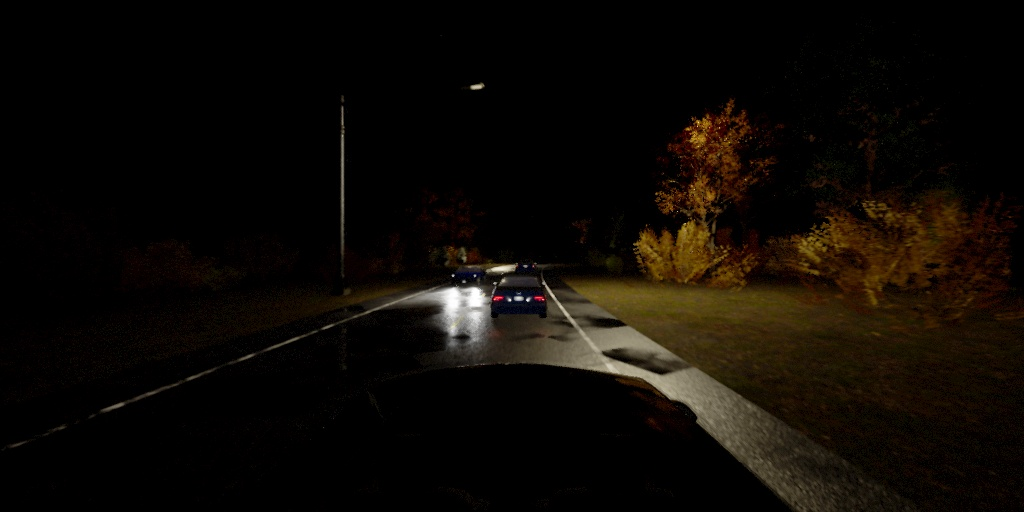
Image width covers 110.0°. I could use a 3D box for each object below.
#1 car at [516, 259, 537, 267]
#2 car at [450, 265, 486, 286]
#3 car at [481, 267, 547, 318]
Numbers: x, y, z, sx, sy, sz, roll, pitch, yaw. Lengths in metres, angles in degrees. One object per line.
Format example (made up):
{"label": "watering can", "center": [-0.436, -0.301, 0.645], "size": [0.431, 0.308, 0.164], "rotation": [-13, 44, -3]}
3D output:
{"label": "car", "center": [1.490, 1.094, 37.691], "size": [2.097, 1.767, 4.553], "rotation": [0, 0, 4]}
{"label": "car", "center": [-2.969, 1.345, 25.201], "size": [1.895, 1.301, 4.718], "rotation": [0, 0, 3]}
{"label": "car", "center": [0.261, 1.297, 13.017], "size": [2.033, 1.411, 5.357], "rotation": [0, 0, 1]}
